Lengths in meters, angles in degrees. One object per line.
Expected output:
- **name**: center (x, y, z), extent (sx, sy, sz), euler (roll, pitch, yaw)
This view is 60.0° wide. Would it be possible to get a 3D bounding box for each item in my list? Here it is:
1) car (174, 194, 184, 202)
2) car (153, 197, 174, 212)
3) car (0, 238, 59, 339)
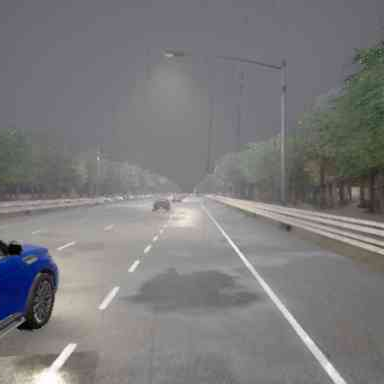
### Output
- **car**: center (-3.411, 1.625, 74.870), extent (1.994, 1.385, 4.181), euler (0, 0, 0)
- **car**: center (-3.506, 1.529, 39.646), extent (1.837, 1.490, 4.892), euler (0, 0, 0)
- **car**: center (-3.502, 1.223, 3.725), extent (2.150, 2.045, 5.566), euler (0, 0, 0)
